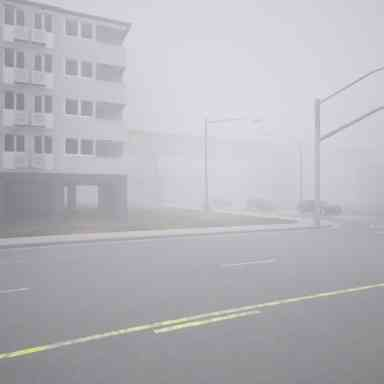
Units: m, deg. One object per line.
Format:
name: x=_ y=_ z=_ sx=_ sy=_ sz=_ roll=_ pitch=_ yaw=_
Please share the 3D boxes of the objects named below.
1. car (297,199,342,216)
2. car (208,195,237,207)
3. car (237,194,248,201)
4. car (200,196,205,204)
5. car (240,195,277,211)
car: x=12.713 y=1.505 z=33.453 sx=1.837 sy=1.490 sz=4.892 roll=0 pitch=0 yaw=-25
car: x=4.509 y=1.505 z=51.301 sx=1.837 sy=1.490 sz=4.892 roll=0 pitch=0 yaw=-21
car: x=11.176 y=1.540 z=75.348 sx=2.033 sy=1.411 sz=5.357 roll=0 pitch=0 yaw=41
car: x=2.534 y=1.505 z=61.434 sx=1.837 sy=1.490 sz=4.892 roll=0 pitch=0 yaw=3
car: x=8.660 y=1.491 z=42.017 sx=2.128 sy=1.511 sz=4.902 roll=0 pitch=0 yaw=-25
